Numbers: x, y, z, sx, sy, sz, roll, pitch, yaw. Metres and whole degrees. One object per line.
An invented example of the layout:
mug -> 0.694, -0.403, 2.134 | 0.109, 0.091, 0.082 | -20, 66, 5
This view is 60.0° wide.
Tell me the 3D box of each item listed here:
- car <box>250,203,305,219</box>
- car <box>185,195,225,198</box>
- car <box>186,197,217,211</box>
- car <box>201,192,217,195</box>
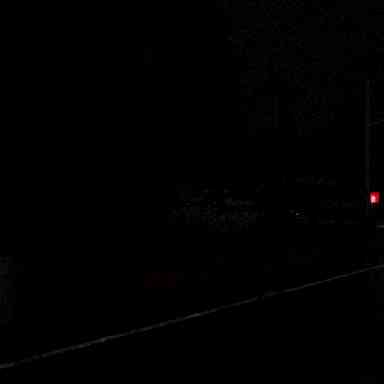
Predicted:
car -> 7.460, 1.612, 29.243 | 1.895, 1.301, 4.718 | 0, 0, -37
car -> 1.662, 1.501, 43.025 | 2.128, 1.511, 4.902 | 0, 0, -37
car -> 1.402, 1.575, 37.263 | 1.994, 1.385, 4.181 | 0, 0, -37
car -> 5.002, 1.102, 92.341 | 1.932, 1.855, 4.605 | 0, 0, -37
